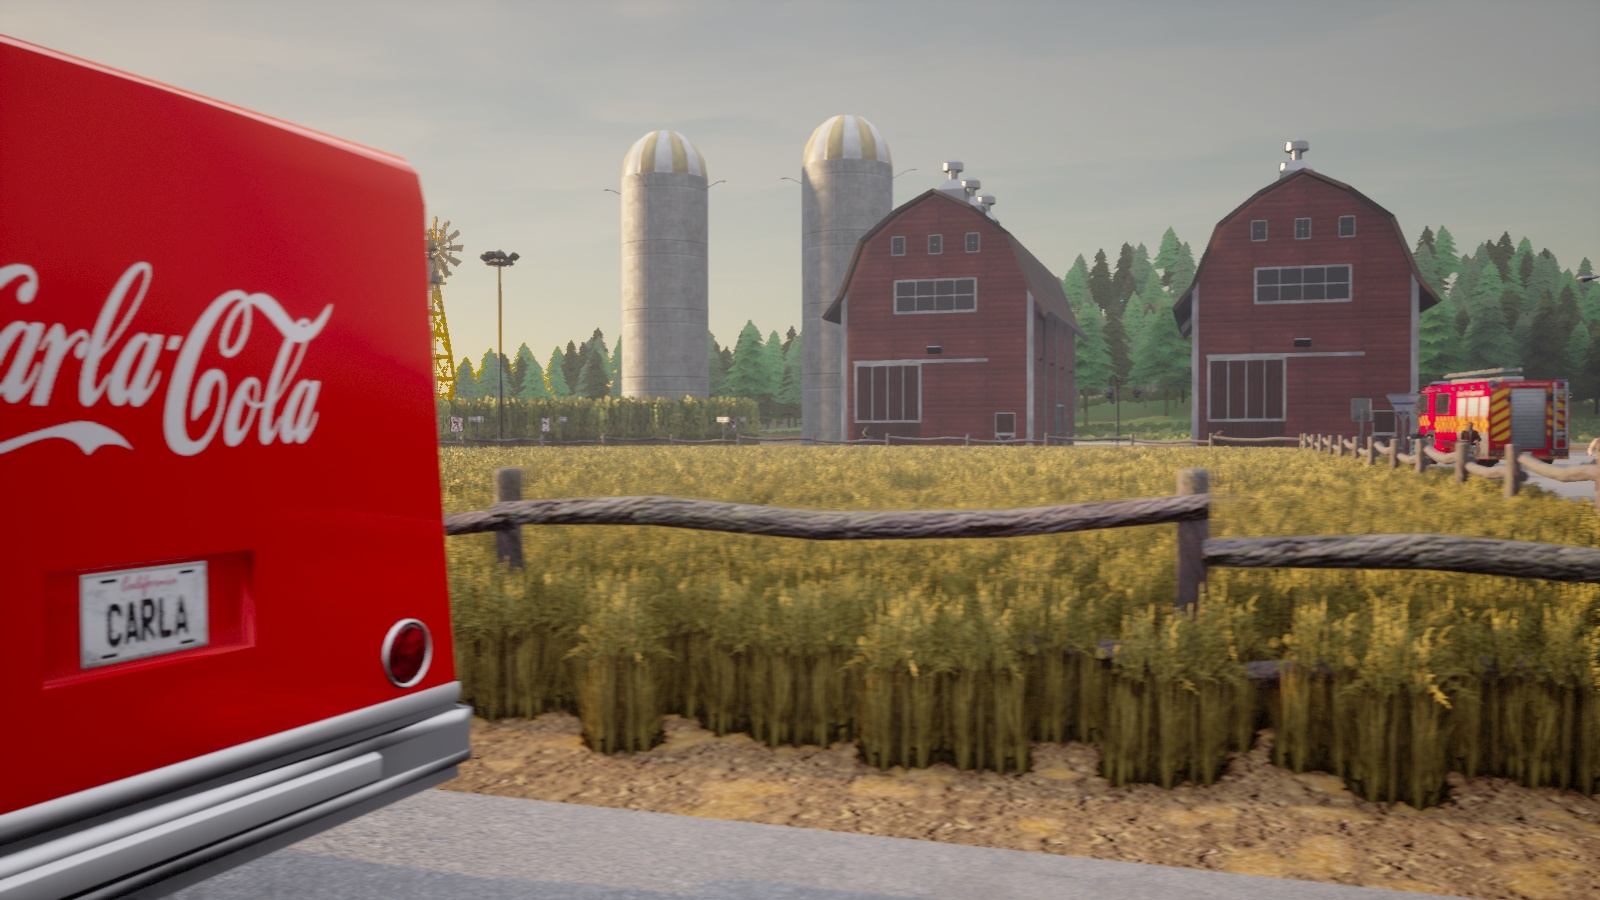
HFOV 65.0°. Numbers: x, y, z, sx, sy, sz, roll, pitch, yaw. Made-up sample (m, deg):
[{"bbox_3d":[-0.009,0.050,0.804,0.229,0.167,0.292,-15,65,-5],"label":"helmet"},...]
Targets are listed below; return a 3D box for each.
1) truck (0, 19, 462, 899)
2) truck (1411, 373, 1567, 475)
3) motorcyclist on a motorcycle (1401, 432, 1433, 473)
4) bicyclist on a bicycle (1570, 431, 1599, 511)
[{"bbox_3d":[-4.068,0.249,4.067,5.204,2.467,2.627,1,1,22],"label":"truck"},{"bbox_3d":[27.800,-1.044,51.158,2.891,3.827,8.468,0,1,9],"label":"truck"},{"bbox_3d":[24.735,0.079,50.361,0.866,1.590,1.817,1,1,18],"label":"motorcyclist on a motorcycle"},{"bbox_3d":[16.745,0.420,26.151,0.866,1.612,1.509,1,2,19],"label":"bicyclist on a bicycle"}]
